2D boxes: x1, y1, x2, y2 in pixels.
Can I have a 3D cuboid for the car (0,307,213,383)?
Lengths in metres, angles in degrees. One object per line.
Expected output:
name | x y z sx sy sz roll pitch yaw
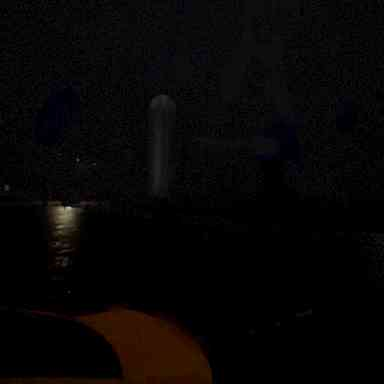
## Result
car | -2.139 1.480 1.419 5.008 1.535 1.882 0 0 -36

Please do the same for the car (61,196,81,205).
car | -18.290 1.317 50.153 1.895 1.301 4.718 2 0 -36

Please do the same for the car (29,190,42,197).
car | -39.289 0.470 84.295 1.882 1.535 5.008 2 0 -36
